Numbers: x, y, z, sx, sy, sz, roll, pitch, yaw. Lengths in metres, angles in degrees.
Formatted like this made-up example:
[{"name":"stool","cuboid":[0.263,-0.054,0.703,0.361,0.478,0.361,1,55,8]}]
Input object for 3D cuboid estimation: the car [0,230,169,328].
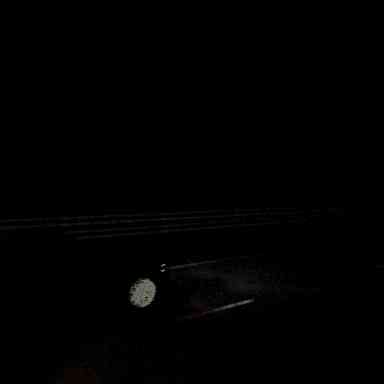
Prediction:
[{"name":"car","cuboid":[-2.771,1.452,6.069,5.008,1.535,1.882,1,0,-36]}]
